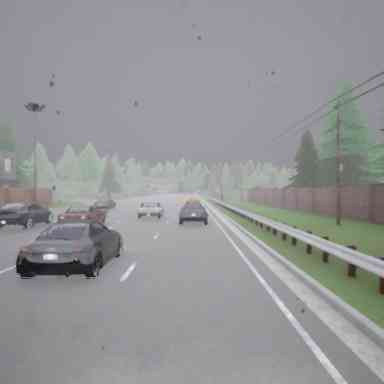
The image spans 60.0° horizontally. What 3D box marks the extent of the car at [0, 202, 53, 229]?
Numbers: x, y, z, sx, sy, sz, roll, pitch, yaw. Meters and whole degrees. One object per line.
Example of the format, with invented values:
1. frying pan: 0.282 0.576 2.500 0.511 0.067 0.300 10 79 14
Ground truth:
1. car: -10.405 1.416 20.850 1.837 1.490 4.892 0 0 0

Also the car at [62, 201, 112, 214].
1. car: -6.905 1.509 21.559 1.895 1.301 4.718 0 0 0

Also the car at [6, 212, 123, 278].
1. car: -3.403 1.521 9.993 1.994 1.385 4.181 0 0 0

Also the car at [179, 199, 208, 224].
1. car: 0.094 1.462 23.870 1.994 1.385 4.181 0 0 0

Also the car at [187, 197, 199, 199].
1. car: 0.090 1.300 41.676 1.882 1.535 5.008 0 0 0

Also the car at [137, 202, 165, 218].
1. car: -3.407 1.480 28.239 1.895 1.301 4.718 0 0 0

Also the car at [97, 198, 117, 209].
1. car: -10.409 1.394 39.785 1.994 1.385 4.181 0 0 0
